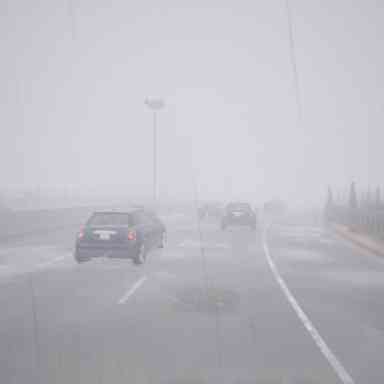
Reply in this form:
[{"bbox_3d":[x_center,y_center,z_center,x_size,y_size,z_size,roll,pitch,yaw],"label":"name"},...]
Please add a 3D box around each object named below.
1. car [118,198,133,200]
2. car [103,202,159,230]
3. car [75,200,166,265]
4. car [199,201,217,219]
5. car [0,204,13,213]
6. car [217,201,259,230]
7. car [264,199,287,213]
[{"bbox_3d":[-9.652,1.525,47.181,1.812,1.442,4.674,0,0,27],"label":"car"},{"bbox_3d":[-3.865,1.507,22.186,1.837,1.490,4.892,0,0,14],"label":"car"},{"bbox_3d":[-2.330,1.352,12.010,2.097,1.767,4.553,0,0,7],"label":"car"},{"bbox_3d":[2.054,1.543,29.533,1.837,1.490,4.892,0,0,19],"label":"car"},{"bbox_3d":[-14.626,1.475,23.113,1.812,1.442,4.674,0,0,14],"label":"car"},{"bbox_3d":[3.211,1.389,21.582,2.097,1.767,4.553,0,0,14],"label":"car"},{"bbox_3d":[9.673,1.557,38.350,1.882,1.535,5.008,0,0,27],"label":"car"}]
